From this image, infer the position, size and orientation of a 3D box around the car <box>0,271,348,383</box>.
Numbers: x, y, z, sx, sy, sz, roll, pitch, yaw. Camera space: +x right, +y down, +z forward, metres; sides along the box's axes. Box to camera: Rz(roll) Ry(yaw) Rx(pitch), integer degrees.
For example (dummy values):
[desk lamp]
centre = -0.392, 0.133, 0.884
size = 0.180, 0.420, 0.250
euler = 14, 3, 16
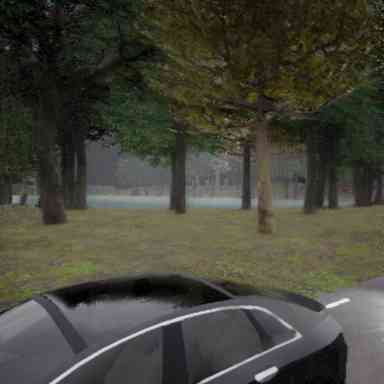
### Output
[car]
centre = -0.719, 1.525, 2.523
size = 4.892, 1.490, 1.837
euler = 0, -1, -36
